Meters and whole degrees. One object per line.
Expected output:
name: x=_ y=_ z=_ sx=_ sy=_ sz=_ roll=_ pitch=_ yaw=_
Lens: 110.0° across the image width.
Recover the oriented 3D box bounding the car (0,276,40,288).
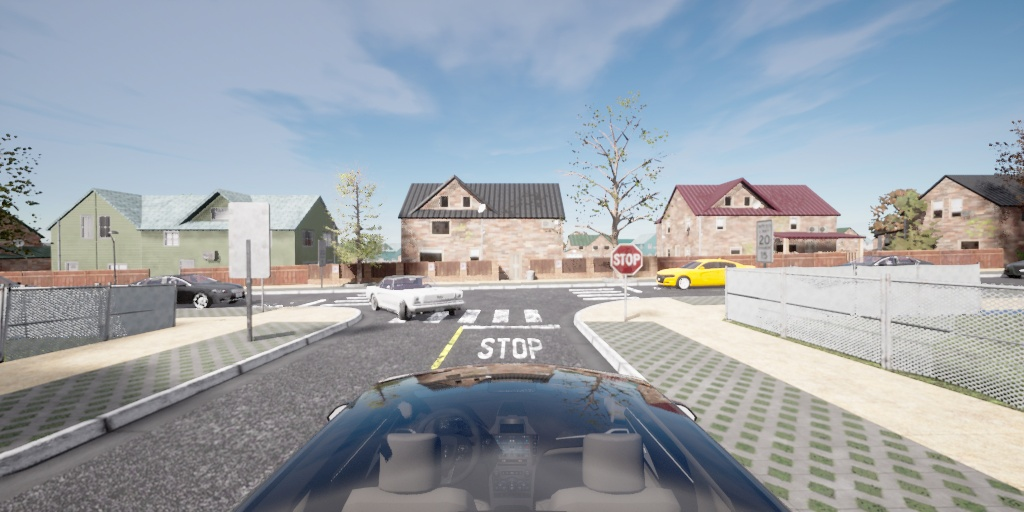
car: x=-24.232 y=1.656 z=16.288 sx=4.553 sy=1.767 sz=2.097 roll=-1 pitch=1 yaw=0

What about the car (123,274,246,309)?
car: x=-14.895 y=1.575 z=16.324 sx=4.902 sy=1.511 sz=2.128 roll=-1 pitch=1 yaw=0

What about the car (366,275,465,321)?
car: x=-3.593 y=1.374 z=12.814 sx=1.895 sy=1.301 sz=4.718 roll=0 pitch=0 yaw=-38

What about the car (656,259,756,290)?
car: x=10.388 y=0.922 z=19.330 sx=5.008 sy=1.535 sz=1.882 roll=-1 pitch=1 yaw=-1

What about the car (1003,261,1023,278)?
car: x=29.696 y=0.554 z=19.427 sx=4.181 sy=1.385 sz=1.994 roll=-1 pitch=1 yaw=0

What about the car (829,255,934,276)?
car: x=19.817 y=0.713 z=19.401 sx=4.902 sy=1.511 sz=2.128 roll=-1 pitch=1 yaw=0
